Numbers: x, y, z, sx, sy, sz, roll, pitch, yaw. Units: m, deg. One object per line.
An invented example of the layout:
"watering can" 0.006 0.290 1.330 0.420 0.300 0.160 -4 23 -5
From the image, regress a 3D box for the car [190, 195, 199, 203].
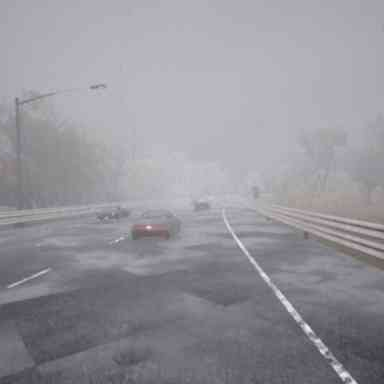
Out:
"car" 0.975 1.870 63.075 2.128 1.511 4.902 -2 0 10

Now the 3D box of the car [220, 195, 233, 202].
"car" 8.274 1.652 83.444 2.097 1.767 4.553 -2 0 11

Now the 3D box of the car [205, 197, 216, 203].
"car" 4.657 1.943 83.143 1.812 1.442 4.674 -2 0 11

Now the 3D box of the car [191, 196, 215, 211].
"car" 1.519 1.689 44.151 1.882 1.535 5.008 -2 0 8

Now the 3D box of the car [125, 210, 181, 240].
"car" -1.843 1.688 18.007 1.994 1.385 4.181 -2 0 6

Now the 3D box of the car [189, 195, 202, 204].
"car" 1.018 1.767 82.826 2.150 2.045 5.566 -2 0 11

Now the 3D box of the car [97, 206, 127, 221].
"car" -7.279 2.015 31.622 1.895 1.301 4.718 -2 0 7
